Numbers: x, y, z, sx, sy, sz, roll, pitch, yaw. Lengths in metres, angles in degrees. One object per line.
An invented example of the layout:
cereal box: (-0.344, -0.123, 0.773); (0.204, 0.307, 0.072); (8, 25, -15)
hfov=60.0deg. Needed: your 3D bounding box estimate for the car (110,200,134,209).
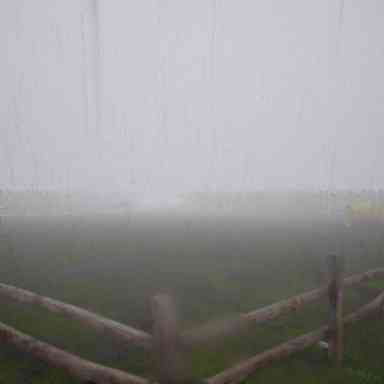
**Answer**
car: (-14.725, 2.640, 70.459); (2.150, 2.045, 5.566); (-2, -2, 36)
